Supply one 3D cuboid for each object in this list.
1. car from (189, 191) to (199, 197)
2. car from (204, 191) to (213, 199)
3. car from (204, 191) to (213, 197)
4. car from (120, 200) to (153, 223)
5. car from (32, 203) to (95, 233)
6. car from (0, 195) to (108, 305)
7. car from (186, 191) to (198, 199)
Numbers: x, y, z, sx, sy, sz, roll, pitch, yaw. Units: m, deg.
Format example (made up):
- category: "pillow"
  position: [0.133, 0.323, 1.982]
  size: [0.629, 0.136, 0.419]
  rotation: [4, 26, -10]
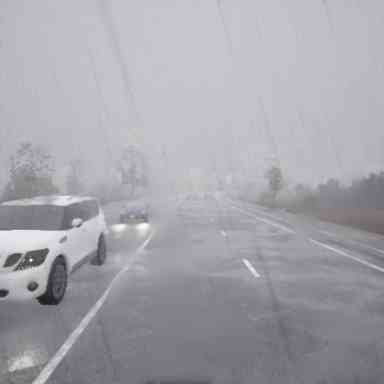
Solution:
- category: "car"
  position: [0.455, 0.534, 79.200]
  size: [1.994, 1.385, 4.181]
  rotation: [0, 1, 4]
- category: "car"
  position: [3.463, 0.706, 68.766]
  size: [1.837, 1.490, 4.892]
  rotation: [0, 1, 3]
- category: "car"
  position: [3.948, 0.456, 78.984]
  size: [2.128, 1.511, 4.902]
  rotation: [0, 1, 4]
- category: "car"
  position: [-3.845, 1.284, 23.646]
  size: [1.812, 1.442, 4.674]
  rotation: [0, 1, 0]
- category: "car"
  position: [-7.313, 1.426, 19.520]
  size: [1.895, 1.301, 4.718]
  rotation: [0, 1, -1]
- category: "car"
  position: [-3.687, 1.146, 8.279]
  size: [2.150, 2.045, 5.566]
  rotation: [0, 1, -1]
- category: "car"
  position: [-0.022, 0.575, 69.241]
  size: [2.097, 1.767, 4.553]
  rotation: [0, 1, 3]
